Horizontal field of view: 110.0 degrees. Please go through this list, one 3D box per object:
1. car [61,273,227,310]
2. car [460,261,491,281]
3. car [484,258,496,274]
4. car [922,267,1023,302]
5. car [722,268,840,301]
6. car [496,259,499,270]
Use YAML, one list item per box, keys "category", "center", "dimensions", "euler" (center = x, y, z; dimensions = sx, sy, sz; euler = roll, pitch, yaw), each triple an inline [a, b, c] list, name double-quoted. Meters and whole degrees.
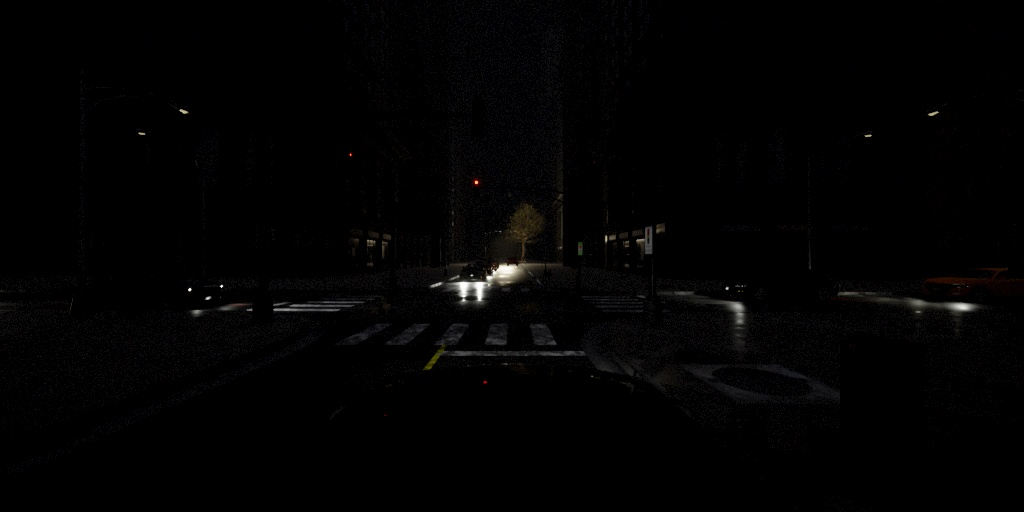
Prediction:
- category: "car"
  center: [-13.897, 1.303, 13.786]
  dimensions: [4.718, 1.301, 1.895]
  euler: [0, 0, 0]
- category: "car"
  center: [-3.094, 1.314, 29.542]
  dimensions: [1.994, 1.385, 4.181]
  euler: [0, 0, 0]
- category: "car"
  center: [-3.093, 1.231, 38.612]
  dimensions: [1.882, 1.535, 5.008]
  euler: [0, 0, 0]
- category: "car"
  center: [22.543, 1.299, 16.941]
  dimensions: [5.008, 1.535, 1.882]
  euler: [0, 0, 0]
- category: "car"
  center: [12.588, 1.296, 16.949]
  dimensions: [4.892, 1.490, 1.837]
  euler: [0, 0, 0]
- category: "car"
  center: [-3.080, 1.115, 48.257]
  dimensions: [2.097, 1.767, 4.553]
  euler: [0, 0, 0]
